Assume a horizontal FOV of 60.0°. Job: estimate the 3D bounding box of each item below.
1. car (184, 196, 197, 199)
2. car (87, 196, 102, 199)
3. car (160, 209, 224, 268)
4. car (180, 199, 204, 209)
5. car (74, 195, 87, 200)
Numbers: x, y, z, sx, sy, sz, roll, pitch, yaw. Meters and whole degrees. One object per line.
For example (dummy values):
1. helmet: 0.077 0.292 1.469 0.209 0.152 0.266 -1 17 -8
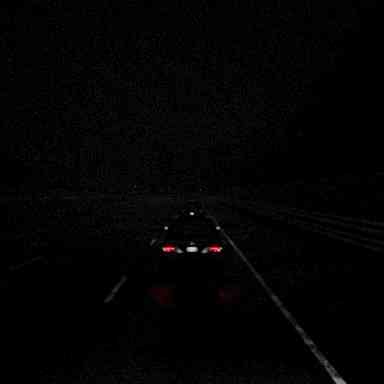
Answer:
1. car: 0.002 1.506 54.586 1.837 1.490 4.892 0 -1 0
2. car: -20.998 1.546 73.634 1.812 1.442 4.674 0 -1 0
3. car: 0.000 1.540 11.174 2.033 1.411 5.357 0 0 0
4. car: 0.000 1.540 26.096 1.994 1.385 4.181 0 0 0
5. car: -24.498 1.521 73.634 1.837 1.490 4.892 0 -1 0
